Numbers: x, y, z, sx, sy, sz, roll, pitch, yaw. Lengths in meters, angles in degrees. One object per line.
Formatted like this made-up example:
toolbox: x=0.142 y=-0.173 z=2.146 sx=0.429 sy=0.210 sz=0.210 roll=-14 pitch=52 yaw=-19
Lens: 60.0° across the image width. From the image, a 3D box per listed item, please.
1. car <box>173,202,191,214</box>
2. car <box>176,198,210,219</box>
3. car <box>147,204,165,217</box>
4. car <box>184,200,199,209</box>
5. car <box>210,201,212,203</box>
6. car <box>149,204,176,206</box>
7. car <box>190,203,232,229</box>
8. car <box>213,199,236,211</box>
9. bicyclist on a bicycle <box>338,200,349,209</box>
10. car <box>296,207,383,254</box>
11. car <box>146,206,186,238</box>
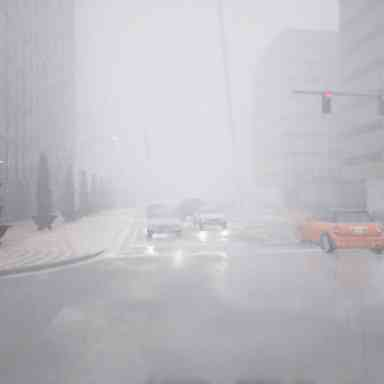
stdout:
car: x=-1.337 y=2.078 z=43.473 sx=1.994 sy=1.385 sz=4.181 roll=0 pitch=-1 yaw=-7
car: x=-0.019 y=1.611 z=33.566 sx=2.150 sy=2.045 sz=5.566 roll=0 pitch=-1 yaw=-7
car: x=-4.240 y=2.083 z=38.729 sx=1.895 sy=1.301 sz=4.718 roll=0 pitch=-1 yaw=-8
car: x=-0.180 y=2.203 z=61.556 sx=2.128 sy=1.511 sz=4.902 roll=0 pitch=-1 yaw=-8
car: x=1.249 y=2.136 z=51.806 sx=2.033 sy=1.411 sz=5.357 roll=0 pitch=-1 yaw=-8
car: x=-2.886 y=1.848 z=28.683 sx=2.128 sy=1.511 sz=4.902 roll=0 pitch=-1 yaw=-8
car: x=1.239 y=1.799 z=24.263 sx=1.812 sy=1.442 sz=4.674 roll=0 pitch=-1 yaw=-8
car: x=5.081 y=1.885 z=49.584 sx=2.097 sy=1.767 sz=4.553 roll=0 pitch=-1 yaw=-8
bicyclist on a bicycle: x=12.793 y=1.528 z=28.259 sx=1.656 sy=1.620 sz=0.582 roll=-1 pitch=-1 yaw=-8
car: x=6.066 y=1.471 z=14.193 sx=2.097 sy=1.767 sz=4.553 roll=-1 pitch=-1 yaw=0
car: x=-1.645 y=1.767 z=19.512 sx=1.812 sy=1.442 sz=4.674 roll=0 pitch=-1 yaw=-8
